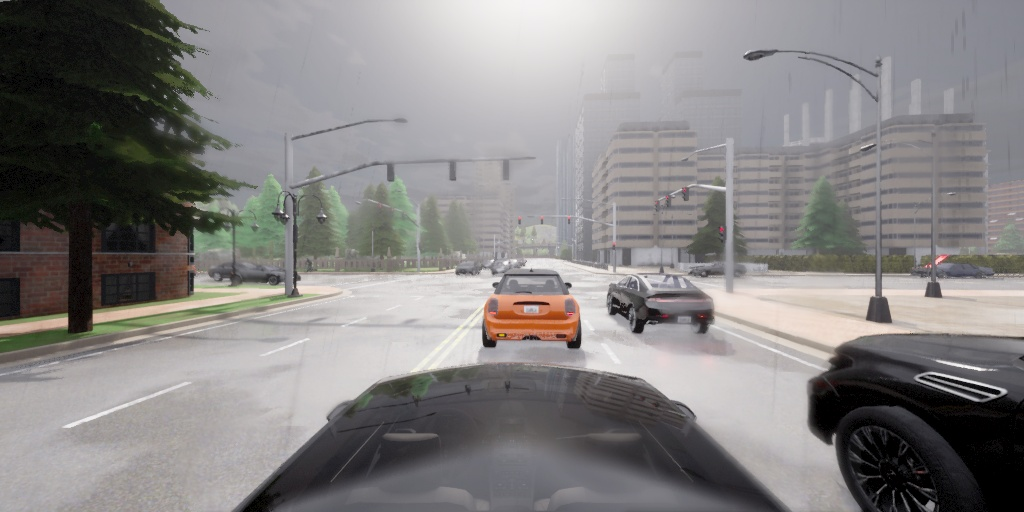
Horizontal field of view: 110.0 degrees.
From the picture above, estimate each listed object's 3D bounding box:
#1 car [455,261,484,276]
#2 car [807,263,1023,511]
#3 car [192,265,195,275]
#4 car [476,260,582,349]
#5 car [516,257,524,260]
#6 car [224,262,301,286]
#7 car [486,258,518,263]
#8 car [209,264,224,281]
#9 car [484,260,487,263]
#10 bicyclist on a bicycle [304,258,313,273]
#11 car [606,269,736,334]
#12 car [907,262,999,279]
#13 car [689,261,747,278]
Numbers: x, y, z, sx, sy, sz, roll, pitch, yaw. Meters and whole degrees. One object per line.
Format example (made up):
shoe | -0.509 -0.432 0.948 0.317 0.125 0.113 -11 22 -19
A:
car | -4.435 1.257 36.613 1.837 1.490 4.892 0 -1 6
car | 3.709 0.972 0.776 2.150 2.045 5.566 0 0 0
car | -26.103 1.351 25.808 4.718 1.301 1.895 0 0 4
car | 0.518 1.102 9.387 2.097 1.767 4.553 0 0 3
car | 0.223 1.241 51.244 2.128 1.511 4.902 0 0 4
car | -17.216 1.314 25.156 4.181 1.385 1.994 0 0 4
car | -0.934 1.243 36.393 2.128 1.511 4.902 0 0 5
car | -21.704 1.255 28.993 4.892 1.490 1.837 0 0 4
car | -3.260 1.241 51.610 2.128 1.511 4.902 0 0 4
bicyclist on a bicycle | -22.756 1.051 40.073 0.582 1.620 1.656 0 0 4
car | 4.093 1.241 10.614 2.128 1.511 4.902 0 0 4
car | 39.029 1.297 31.823 5.357 1.411 2.033 0 0 4
car | 19.004 1.241 33.271 4.902 1.511 2.128 0 0 4
